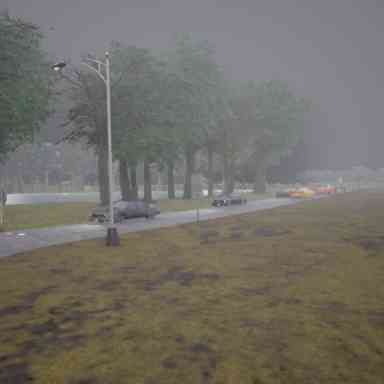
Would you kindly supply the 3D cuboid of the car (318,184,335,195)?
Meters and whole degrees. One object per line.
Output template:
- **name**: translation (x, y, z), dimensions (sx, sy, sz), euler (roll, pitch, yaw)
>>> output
- **car**: translation (22.369, -0.485, 55.471), dimensions (2.097, 1.767, 4.553), euler (-1, 2, 36)

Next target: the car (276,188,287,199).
- **car**: translation (13.720, 0.131, 48.162), dimensions (1.882, 1.535, 5.008), euler (-1, 1, 36)

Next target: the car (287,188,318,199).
- **car**: translation (15.040, 0.142, 45.059), dimensions (1.882, 1.535, 5.008), euler (-1, 2, 35)

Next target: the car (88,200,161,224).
- **car**: translation (-4.378, 1.279, 22.667), dimensions (2.033, 1.411, 5.357), euler (-1, 1, 35)

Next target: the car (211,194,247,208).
- **car**: translation (3.840, 0.902, 34.307), dimensions (1.895, 1.301, 4.718), euler (-1, 1, 35)
